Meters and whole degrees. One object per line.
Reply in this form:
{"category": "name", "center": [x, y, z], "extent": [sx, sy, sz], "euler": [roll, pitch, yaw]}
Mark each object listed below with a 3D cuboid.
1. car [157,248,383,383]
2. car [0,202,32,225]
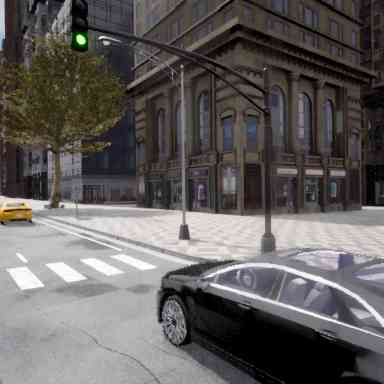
{"category": "car", "center": [1.324, 1.468, 4.120], "extent": [2.128, 1.511, 4.902], "euler": [-1, 1, -36]}
{"category": "car", "center": [-12.938, 1.425, 24.088], "extent": [1.882, 1.535, 5.008], "euler": [-1, 1, -36]}
